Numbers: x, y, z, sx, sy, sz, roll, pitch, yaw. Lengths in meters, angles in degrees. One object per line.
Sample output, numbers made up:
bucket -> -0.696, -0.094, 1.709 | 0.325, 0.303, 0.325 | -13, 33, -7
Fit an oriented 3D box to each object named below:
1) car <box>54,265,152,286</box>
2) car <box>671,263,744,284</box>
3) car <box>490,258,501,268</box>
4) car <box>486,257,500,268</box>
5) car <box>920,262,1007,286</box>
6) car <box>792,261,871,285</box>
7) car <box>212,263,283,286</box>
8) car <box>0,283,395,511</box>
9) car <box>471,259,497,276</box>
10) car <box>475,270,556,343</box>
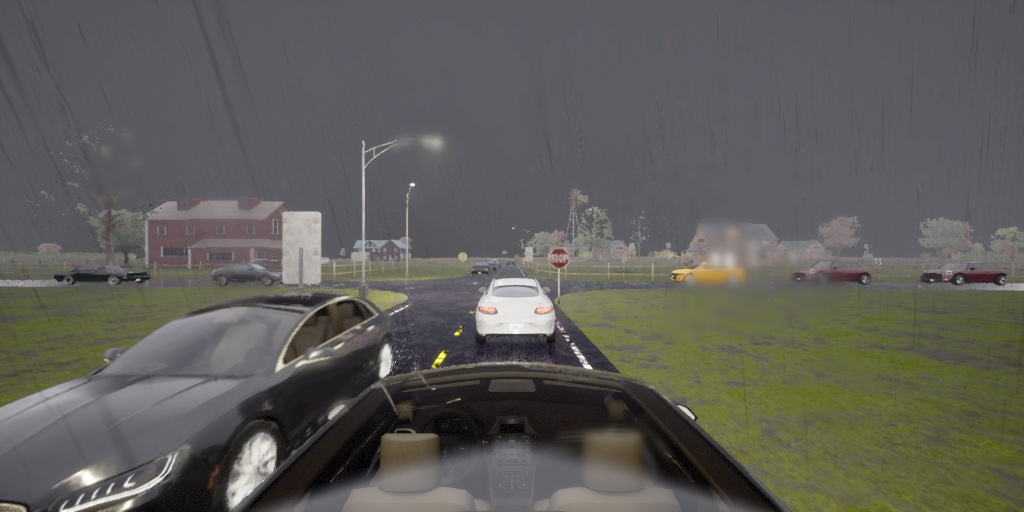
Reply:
car -> -27.211, 1.272, 23.976 | 4.718, 1.301, 1.895 | 0, 0, 0
car -> 14.515, 1.273, 26.762 | 5.008, 1.535, 1.882 | 0, 0, 0
car -> -3.014, 1.284, 48.708 | 2.033, 1.411, 5.357 | 0, 0, 0
car -> -3.036, 1.081, 59.139 | 2.097, 1.767, 4.553 | 0, 0, 0
car -> 33.443, 1.225, 26.679 | 4.553, 1.767, 2.097 | 0, 0, 0
car -> 23.691, 1.183, 26.728 | 4.553, 1.767, 2.097 | 0, 0, 0
car -> -17.303, 1.224, 23.944 | 4.674, 1.442, 1.812 | 0, 0, 0
car -> -2.867, 1.255, 4.196 | 1.837, 1.490, 4.892 | 0, 0, 0
car -> -3.099, 1.289, 38.174 | 2.033, 1.411, 5.357 | 0, 0, 3
car -> 0.073, 1.275, 9.569 | 1.812, 1.442, 4.674 | 0, 0, 0
